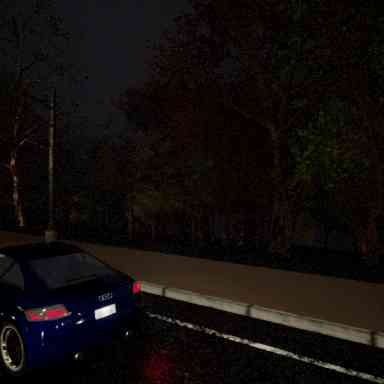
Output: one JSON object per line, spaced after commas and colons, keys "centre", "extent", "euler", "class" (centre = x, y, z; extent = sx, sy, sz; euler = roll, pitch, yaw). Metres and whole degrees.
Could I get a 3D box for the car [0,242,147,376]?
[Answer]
{"centre": [-2.763, 1.563, 5.638], "extent": [4.181, 1.385, 1.994], "euler": [0, 0, 37], "class": "car"}
